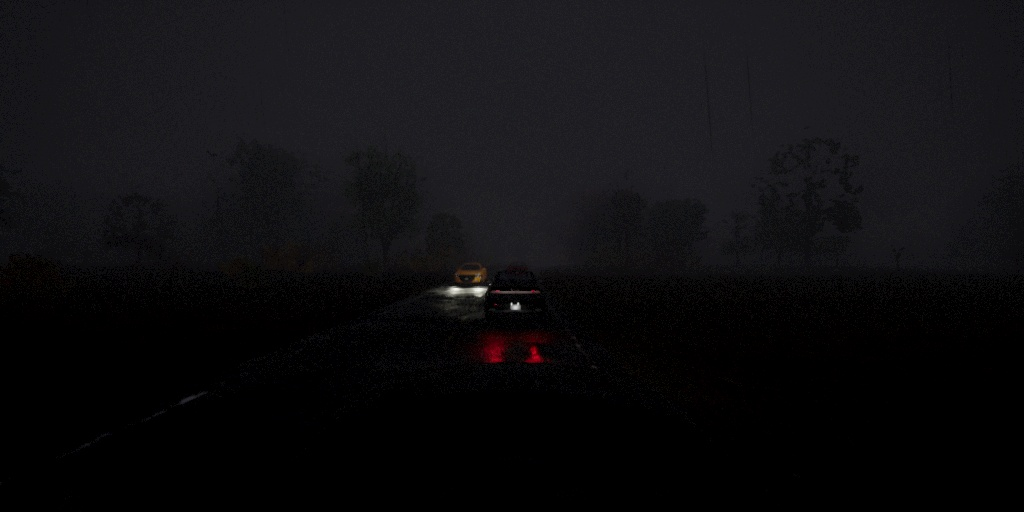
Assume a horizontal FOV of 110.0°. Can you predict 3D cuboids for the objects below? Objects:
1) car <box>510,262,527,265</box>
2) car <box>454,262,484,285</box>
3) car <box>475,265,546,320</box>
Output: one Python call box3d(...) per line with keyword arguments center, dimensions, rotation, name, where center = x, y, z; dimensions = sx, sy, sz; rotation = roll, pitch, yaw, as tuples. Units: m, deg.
box3d(center=(0.588, 1.240, 32.874), dimensions=(1.882, 1.535, 5.008), rotation=(0, 0, 3), name="car")
box3d(center=(-2.898, 1.232, 26.002), dimensions=(1.882, 1.535, 5.008), rotation=(0, 0, 2), name="car")
box3d(center=(0.101, 1.247, 12.595), dimensions=(2.128, 1.511, 4.902), rotation=(0, 0, 0), name="car")
